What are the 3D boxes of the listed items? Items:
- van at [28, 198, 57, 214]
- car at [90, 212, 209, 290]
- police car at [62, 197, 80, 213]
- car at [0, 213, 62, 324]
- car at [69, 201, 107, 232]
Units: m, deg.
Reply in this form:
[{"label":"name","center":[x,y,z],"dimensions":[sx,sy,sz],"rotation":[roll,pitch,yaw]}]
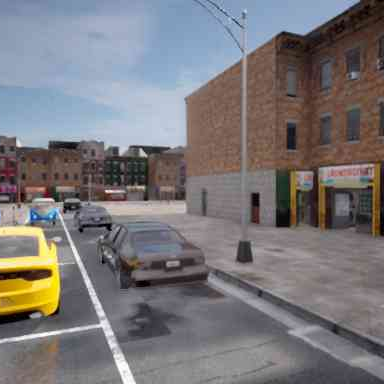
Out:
[{"label":"van","center":[-10.145,1.332,22.742],"dimensions":[1.690,1.788,3.998],"rotation":[-1,0,-23]},{"label":"car","center":[-1.377,1.525,9.165],"dimensions":[2.033,1.411,5.357],"rotation":[0,0,-23]},{"label":"police car","center":[-13.526,1.399,37.435],"dimensions":[1.930,1.638,5.238],"rotation":[0,0,-23]},{"label":"car","center":[-3.881,1.477,7.099],"dimensions":[1.882,1.535,5.008],"rotation":[0,0,-23]},{"label":"car","center":[-6.113,1.521,20.292],"dimensions":[2.033,1.411,5.357],"rotation":[0,0,-23]}]
